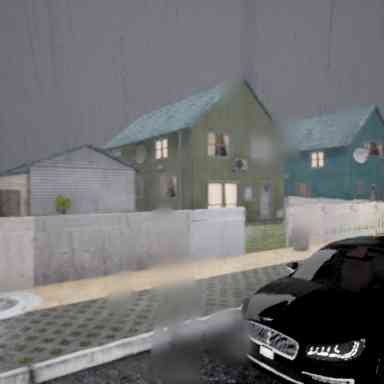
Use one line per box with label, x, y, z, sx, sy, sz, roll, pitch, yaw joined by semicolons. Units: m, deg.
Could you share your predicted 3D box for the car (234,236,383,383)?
car;2.796;1.501;5.054;4.892;1.490;1.837;0;0;-35
